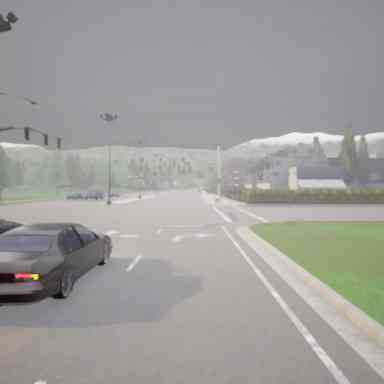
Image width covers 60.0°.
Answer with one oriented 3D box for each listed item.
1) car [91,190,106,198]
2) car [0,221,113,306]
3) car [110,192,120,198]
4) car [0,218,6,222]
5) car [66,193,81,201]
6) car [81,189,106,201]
[{"bbox_3d":[-21.831,0.472,78.024,2.097,1.767,4.553,0,1,0],"label":"car"},{"bbox_3d":[-3.409,1.454,8.076,2.033,1.411,5.357,0,1,0],"label":"car"},{"bbox_3d":[-18.331,0.713,77.970,1.895,1.301,4.718,0,1,0],"label":"car"},{"bbox_3d":[-6.902,1.374,10.260,2.128,1.511,4.902,0,1,0],"label":"car"},{"bbox_3d":[-21.901,0.838,62.540,2.033,1.411,5.357,0,1,0],"label":"car"},{"bbox_3d":[-18.411,0.513,62.461,2.150,2.045,5.566,0,1,1],"label":"car"}]
